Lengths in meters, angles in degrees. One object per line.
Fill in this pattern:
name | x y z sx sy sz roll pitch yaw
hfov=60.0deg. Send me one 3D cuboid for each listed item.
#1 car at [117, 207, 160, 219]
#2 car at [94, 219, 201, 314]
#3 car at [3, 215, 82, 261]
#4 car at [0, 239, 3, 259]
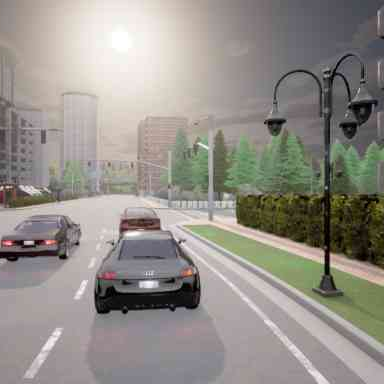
car | -2.659 1.478 16.563 1.882 1.535 5.008 0 0 -12
car | -1.042 1.564 7.725 1.994 1.385 4.181 0 0 -9
car | -5.317 1.547 12.289 2.033 1.411 5.357 0 0 -11
car | -3.876 1.492 2.757 2.128 1.511 4.902 0 0 -5
